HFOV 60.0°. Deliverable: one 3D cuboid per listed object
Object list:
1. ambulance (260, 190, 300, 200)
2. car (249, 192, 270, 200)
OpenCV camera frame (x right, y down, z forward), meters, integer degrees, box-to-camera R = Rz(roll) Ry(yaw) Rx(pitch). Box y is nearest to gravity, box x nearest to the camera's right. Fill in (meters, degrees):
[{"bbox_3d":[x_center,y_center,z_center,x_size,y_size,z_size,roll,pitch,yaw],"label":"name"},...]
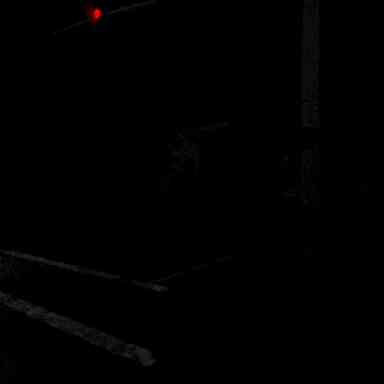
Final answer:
[{"bbox_3d":[9.041,1.001,31.609,2.351,2.431,6.366,0,0,35],"label":"ambulance"},{"bbox_3d":[15.832,0.980,78.058,4.605,1.855,1.932,0,0,35],"label":"car"}]
